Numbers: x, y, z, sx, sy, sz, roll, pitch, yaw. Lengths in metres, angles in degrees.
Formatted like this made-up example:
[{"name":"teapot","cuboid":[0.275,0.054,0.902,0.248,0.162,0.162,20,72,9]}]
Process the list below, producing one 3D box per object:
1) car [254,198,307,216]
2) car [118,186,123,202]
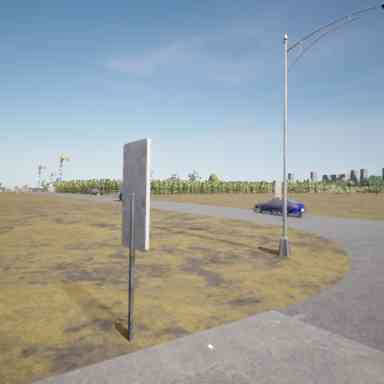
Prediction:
[{"name":"car","cuboid":[7.210,1.176,27.377,1.812,1.442,4.674,1,1,-34]},{"name":"car","cuboid":[-7.508,0.320,42.396,2.150,2.045,5.566,1,0,-35]}]
